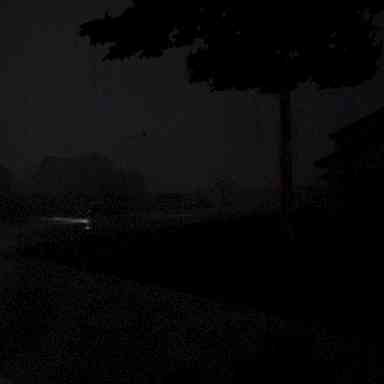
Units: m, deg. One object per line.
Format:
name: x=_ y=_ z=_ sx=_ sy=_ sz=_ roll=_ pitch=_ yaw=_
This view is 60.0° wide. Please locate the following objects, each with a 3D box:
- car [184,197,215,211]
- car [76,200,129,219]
car: x=0.949 y=1.449 z=41.237 sx=1.882 sy=1.535 sz=5.008 roll=0 pitch=0 yaw=36
car: x=-7.752 y=1.476 z=29.169 sx=1.837 sy=1.490 sz=4.892 roll=0 pitch=0 yaw=36
